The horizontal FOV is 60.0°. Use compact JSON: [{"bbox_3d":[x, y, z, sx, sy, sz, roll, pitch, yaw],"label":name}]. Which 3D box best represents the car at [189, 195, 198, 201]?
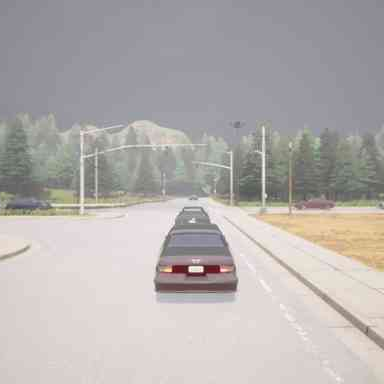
[{"bbox_3d":[0.256,1.468,81.837,1.895,1.301,4.718,0,0,2],"label":"car"}]

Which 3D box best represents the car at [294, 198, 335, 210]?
[{"bbox_3d":[14.761,1.440,40.185,4.674,1.442,1.812,0,0,1],"label":"car"}]

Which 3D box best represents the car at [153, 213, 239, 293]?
[{"bbox_3d":[0.084,1.537,8.947,2.033,1.411,5.357,0,0,0],"label":"car"}]

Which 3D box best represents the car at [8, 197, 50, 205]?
[{"bbox_3d":[-18.042,1.387,37.115,4.553,1.767,2.097,0,0,1],"label":"car"}]

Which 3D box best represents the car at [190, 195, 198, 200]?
[{"bbox_3d":[0.622,1.409,91.817,1.994,1.385,4.181,0,0,2],"label":"car"}]

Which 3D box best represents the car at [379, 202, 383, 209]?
[{"bbox_3d":[25.040,1.404,39.990,4.674,1.442,1.812,0,0,1],"label":"car"}]

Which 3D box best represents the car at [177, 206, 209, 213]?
[{"bbox_3d":[0.065,1.533,19.554,1.994,1.385,4.181,0,0,1],"label":"car"}]
